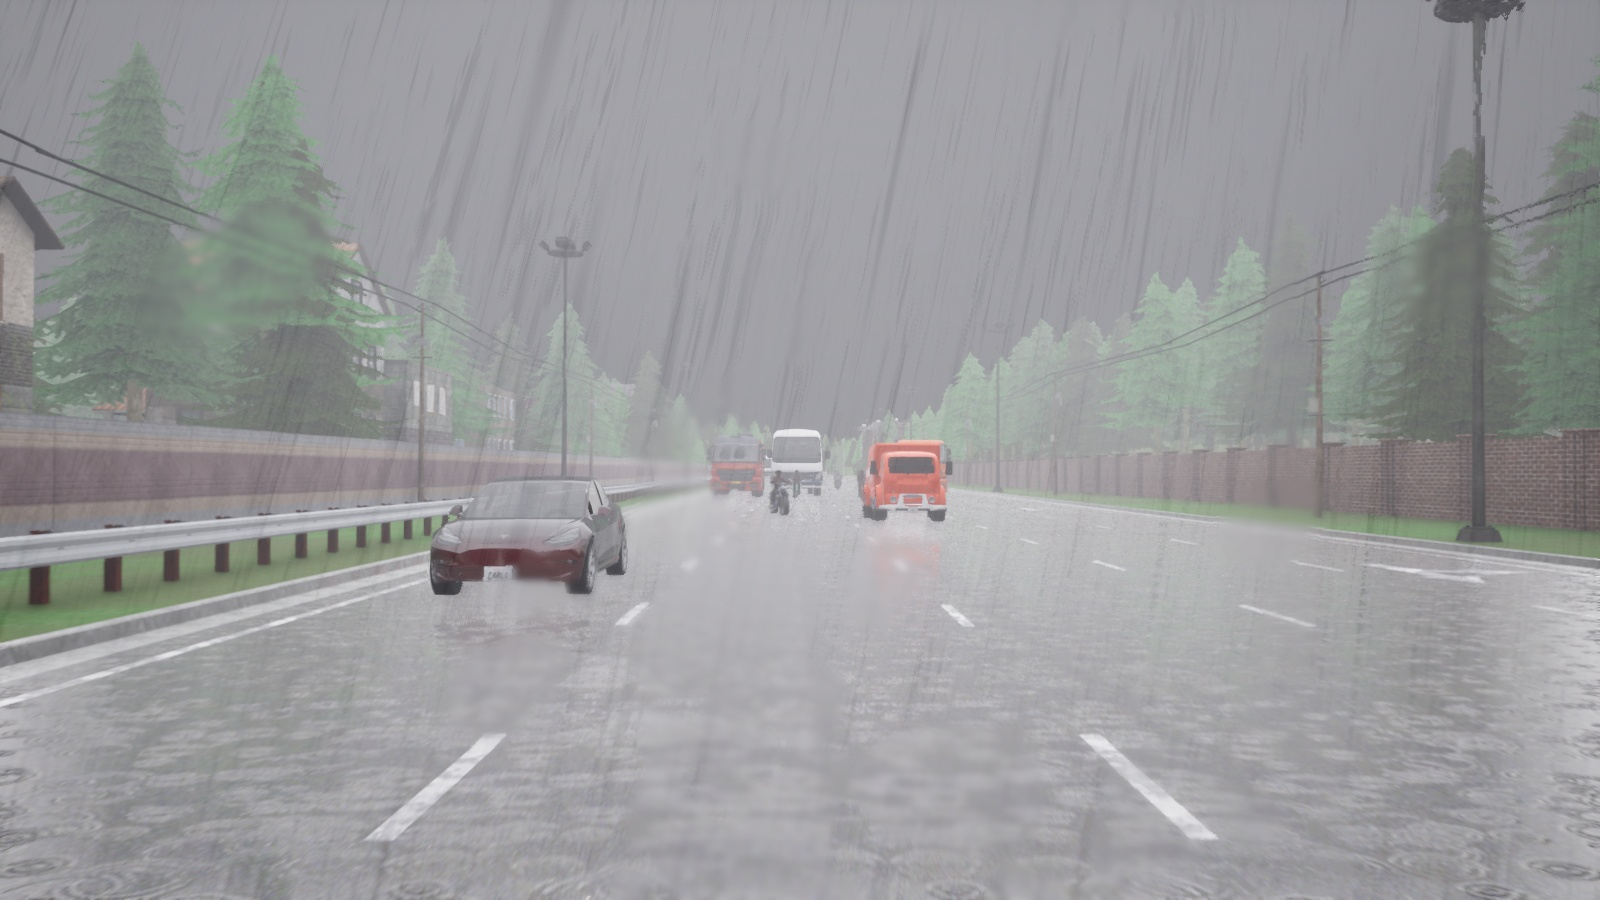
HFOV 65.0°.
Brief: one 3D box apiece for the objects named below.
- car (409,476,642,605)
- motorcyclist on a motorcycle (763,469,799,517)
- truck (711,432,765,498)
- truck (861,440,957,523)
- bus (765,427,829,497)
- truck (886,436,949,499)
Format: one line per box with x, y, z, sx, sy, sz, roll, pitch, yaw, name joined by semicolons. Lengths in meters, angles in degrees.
-3.543;1.117;17.236;2.163;1.488;4.792;0;-1;0;car
-0.686;1.520;44.917;0.766;1.649;2.350;0;-1;-14;motorcyclist on a motorcycle
-3.689;0.949;76.744;2.891;3.827;8.468;0;-1;0;truck
3.401;0.991;40.447;2.627;2.467;5.204;0;-1;0;truck
-0.203;0.816;82.257;3.944;4.253;10.273;0;-1;0;bus
6.819;1.044;73.988;2.891;3.462;7.936;0;-1;0;truck
